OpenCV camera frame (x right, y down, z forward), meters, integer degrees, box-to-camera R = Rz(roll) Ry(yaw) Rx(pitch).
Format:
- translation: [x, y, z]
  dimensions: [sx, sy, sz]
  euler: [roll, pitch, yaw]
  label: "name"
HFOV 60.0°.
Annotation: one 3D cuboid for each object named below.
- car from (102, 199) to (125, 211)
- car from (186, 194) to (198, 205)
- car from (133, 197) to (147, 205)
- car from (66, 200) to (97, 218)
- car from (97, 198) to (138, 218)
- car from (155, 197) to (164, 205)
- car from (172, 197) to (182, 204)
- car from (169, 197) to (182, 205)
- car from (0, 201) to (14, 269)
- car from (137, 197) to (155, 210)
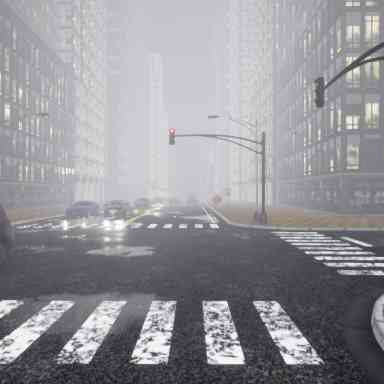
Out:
- translation: [-9.860, 1.611, 42.034]
  dimensions: [1.994, 1.385, 4.181]
  euler: [0, 0, 0]
  label: "car"
- translation: [-0.016, 1.606, 60.194]
  dimensions: [1.837, 1.490, 4.892]
  euler: [0, 0, 0]
  label: "car"
- translation: [-9.779, 1.676, 63.044]
  dimensions: [1.994, 1.385, 4.181]
  euler: [0, 0, 0]
  label: "car"
- translation: [-9.862, 1.503, 30.408]
  dimensions: [1.882, 1.535, 5.008]
  euler: [0, 0, 0]
  label: "car"
- translation: [-6.609, 1.516, 30.160]
  dimensions: [2.128, 1.511, 4.902]
  euler: [0, 0, 0]
  label: "car"
- translation: [-6.520, 1.643, 64.041]
  dimensions: [1.812, 1.442, 4.674]
  euler: [0, 0, 0]
  label: "car"
- translation: [-3.202, 1.703, 70.366]
  dimensions: [1.994, 1.385, 4.181]
  euler: [0, 0, 0]
  label: "car"
- translation: [-3.168, 1.592, 60.038]
  dimensions: [2.128, 1.511, 4.902]
  euler: [0, 0, 0]
  label: "car"
- translation: [-6.603, 1.224, 8.094]
  dimensions: [2.150, 2.045, 5.566]
  euler: [0, 0, 0]
  label: "car"
- translation: [-6.609, 1.533, 45.241]
  dimensions: [1.882, 1.535, 5.008]
  euler: [0, 0, 0]
  label: "car"
